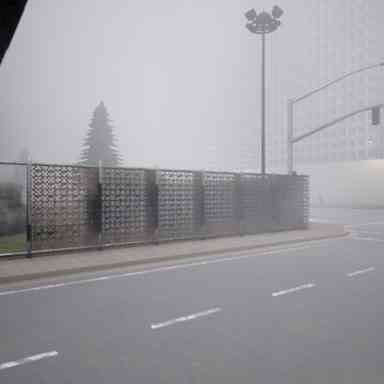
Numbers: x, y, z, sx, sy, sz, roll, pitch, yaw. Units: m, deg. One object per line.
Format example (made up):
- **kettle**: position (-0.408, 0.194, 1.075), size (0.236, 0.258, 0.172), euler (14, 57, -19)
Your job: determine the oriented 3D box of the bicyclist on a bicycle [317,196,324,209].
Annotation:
- **bicyclist on a bicycle**: position (16.536, 1.327, 42.772), size (1.656, 1.620, 0.582), euler (0, 0, -35)
